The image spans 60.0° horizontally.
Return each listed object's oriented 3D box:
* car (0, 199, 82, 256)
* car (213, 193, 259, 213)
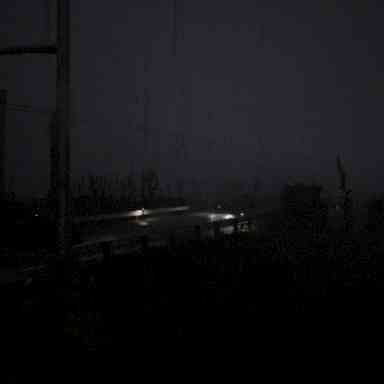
[{"bbox_3d":[-6.278,1.197,10.445,2.150,2.045,5.566,0,0,39],"label":"car"},{"bbox_3d":[3.712,0.851,27.625,1.837,1.490,4.892,0,2,42],"label":"car"}]
